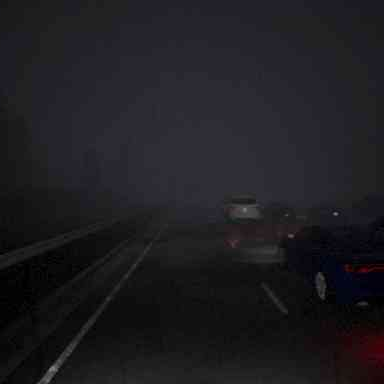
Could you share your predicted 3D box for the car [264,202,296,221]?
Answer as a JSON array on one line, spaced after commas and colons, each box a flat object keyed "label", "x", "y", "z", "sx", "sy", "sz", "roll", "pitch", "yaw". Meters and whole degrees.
[{"label": "car", "x": 7.063, "y": 1.547, "z": 27.029, "sx": 1.812, "sy": 1.442, "sz": 4.674, "roll": 0, "pitch": 0, "yaw": 0}]

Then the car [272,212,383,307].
[{"label": "car", "x": 3.547, "y": 1.484, "z": 8.109, "sx": 1.882, "sy": 1.535, "sz": 5.008, "roll": 0, "pitch": 0, "yaw": 1}]

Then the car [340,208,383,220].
[{"label": "car", "x": 7.065, "y": 1.516, "z": 11.145, "sx": 1.837, "sy": 1.490, "sz": 4.892, "roll": 0, "pitch": 0, "yaw": 0}]

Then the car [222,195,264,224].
[{"label": "car", "x": 3.554, "y": 1.244, "z": 24.878, "sx": 2.150, "sy": 2.045, "sz": 5.566, "roll": 0, "pitch": 0, "yaw": 0}]

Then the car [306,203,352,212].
[{"label": "car", "x": 10.562, "y": 1.585, "z": 26.445, "sx": 1.994, "sy": 1.385, "sz": 4.181, "roll": 0, "pitch": 0, "yaw": 0}]

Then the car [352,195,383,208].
[{"label": "car", "x": 14.054, "y": 1.244, "z": 24.964, "sx": 2.150, "sy": 2.045, "sz": 5.566, "roll": 0, "pitch": 0, "yaw": 0}]

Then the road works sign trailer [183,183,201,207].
[{"label": "road works sign trailer", "x": -0.020, "y": 0.503, "z": 49.793, "sx": 2.380, "sy": 3.560, "sz": 2.880, "roll": 0, "pitch": 0, "yaw": 0}]
